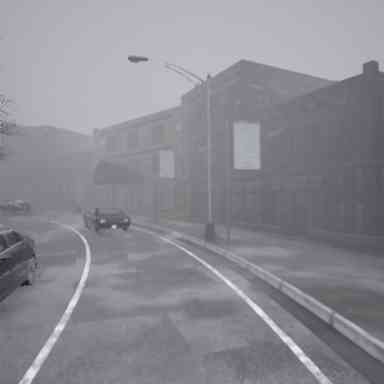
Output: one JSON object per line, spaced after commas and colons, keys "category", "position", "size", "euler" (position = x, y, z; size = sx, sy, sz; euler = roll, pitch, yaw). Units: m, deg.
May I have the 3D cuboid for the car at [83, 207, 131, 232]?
{"category": "car", "position": [-5.185, 1.561, 19.770], "size": [1.895, 1.301, 4.718], "euler": [0, 0, -27]}

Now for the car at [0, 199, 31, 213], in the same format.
{"category": "car", "position": [-18.889, 1.450, 35.271], "size": [4.674, 1.442, 1.812], "euler": [0, 0, 36]}

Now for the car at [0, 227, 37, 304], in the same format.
{"category": "car", "position": [-4.442, 1.494, 6.443], "size": [2.128, 1.511, 4.902], "euler": [0, 0, -12]}
